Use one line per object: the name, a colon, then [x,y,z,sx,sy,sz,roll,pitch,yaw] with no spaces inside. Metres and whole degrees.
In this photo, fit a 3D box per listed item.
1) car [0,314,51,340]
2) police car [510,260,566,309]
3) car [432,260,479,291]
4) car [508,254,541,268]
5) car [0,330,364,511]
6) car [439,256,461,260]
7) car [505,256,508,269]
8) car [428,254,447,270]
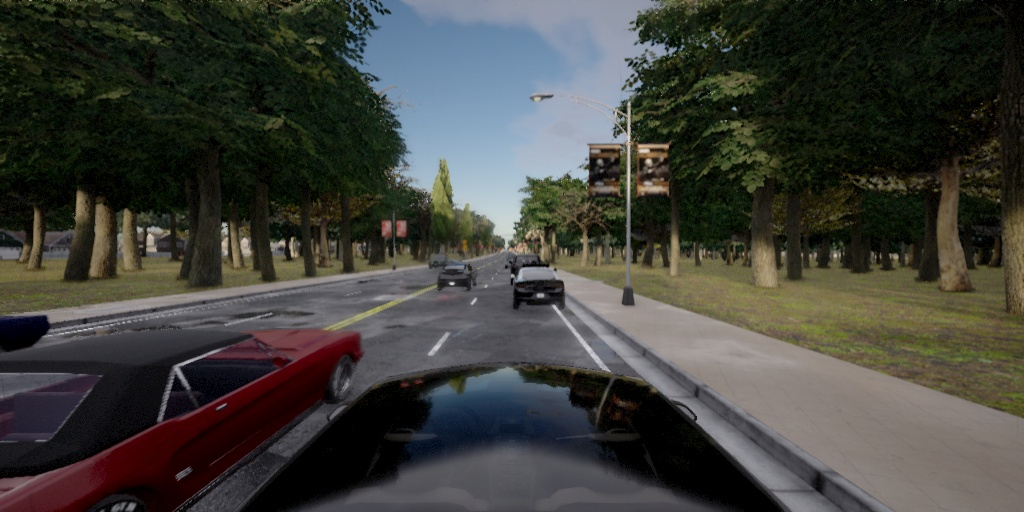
car: [-9.851,1.339,4.634,1.895,1.301,4.718,0,0,0]
police car: [0.974,1.124,14.712,1.930,1.638,5.238,0,0,0]
car: [-3.151,1.178,21.242,1.837,1.490,4.892,0,0,0]
car: [0.974,0.886,24.631,2.150,2.045,5.566,0,0,0]
car: [-3.150,1.344,3.292,1.895,1.301,4.718,0,0,0]
car: [-6.597,1.095,41.342,2.128,1.511,4.902,0,0,0]
car: [0.008,1.134,51.422,1.994,1.385,4.181,0,0,1]
car: [-9.839,0.801,49.085,2.150,2.045,5.566,0,0,0]
